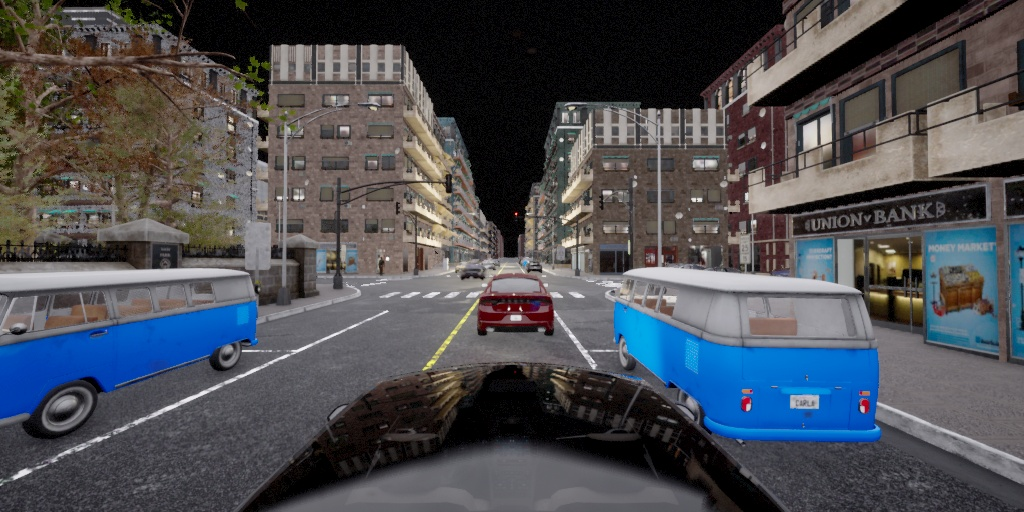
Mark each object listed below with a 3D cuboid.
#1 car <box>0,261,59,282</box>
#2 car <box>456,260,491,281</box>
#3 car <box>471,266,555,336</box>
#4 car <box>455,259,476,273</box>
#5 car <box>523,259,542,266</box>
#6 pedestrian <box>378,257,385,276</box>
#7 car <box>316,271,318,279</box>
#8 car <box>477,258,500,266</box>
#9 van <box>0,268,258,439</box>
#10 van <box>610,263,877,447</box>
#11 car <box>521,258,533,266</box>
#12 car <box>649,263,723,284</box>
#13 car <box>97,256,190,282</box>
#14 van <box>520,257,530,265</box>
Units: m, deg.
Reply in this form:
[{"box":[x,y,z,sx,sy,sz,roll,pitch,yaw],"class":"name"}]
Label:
[{"box":[-36.810,1.086,26.020,5.357,1.411,2.033,0,-1,0],"class":"car"},{"box":[-3.130,1.307,30.200,2.033,1.411,5.357,0,0,0],"class":"car"},{"box":[0.090,1.230,10.475,1.882,1.535,5.008,0,0,0],"class":"car"},{"box":[-5.725,1.290,42.885,1.751,1.417,4.829,0,0,0],"class":"car"},{"box":[2.655,1.330,43.063,1.948,1.339,4.313,0,0,0],"class":"car"},{"box":[-12.568,0.968,34.491,0.375,1.860,0.375,0,-1,1],"class":"pedestrian"},{"box":[-16.626,1.139,25.794,4.902,1.511,2.128,0,-1,1],"class":"car"},{"box":[-3.135,1.259,48.676,2.128,1.511,4.902,0,0,0],"class":"car"},{"box":[-5.659,1.092,5.110,1.690,1.789,3.998,0,0,0],"class":"van"},{"box":[2.655,1.092,5.116,1.690,1.789,3.998,0,0,0],"class":"van"},{"box":[2.650,1.317,48.705,2.007,1.370,4.403,0,0,0],"class":"car"},{"box":[13.772,1.364,28.667,4.902,1.511,2.128,0,-1,1],"class":"car"},{"box":[-26.484,0.946,25.905,4.553,1.767,2.097,0,-1,1],"class":"car"},{"box":[2.640,1.112,59.990,1.690,1.789,3.998,0,0,0],"class":"van"}]
